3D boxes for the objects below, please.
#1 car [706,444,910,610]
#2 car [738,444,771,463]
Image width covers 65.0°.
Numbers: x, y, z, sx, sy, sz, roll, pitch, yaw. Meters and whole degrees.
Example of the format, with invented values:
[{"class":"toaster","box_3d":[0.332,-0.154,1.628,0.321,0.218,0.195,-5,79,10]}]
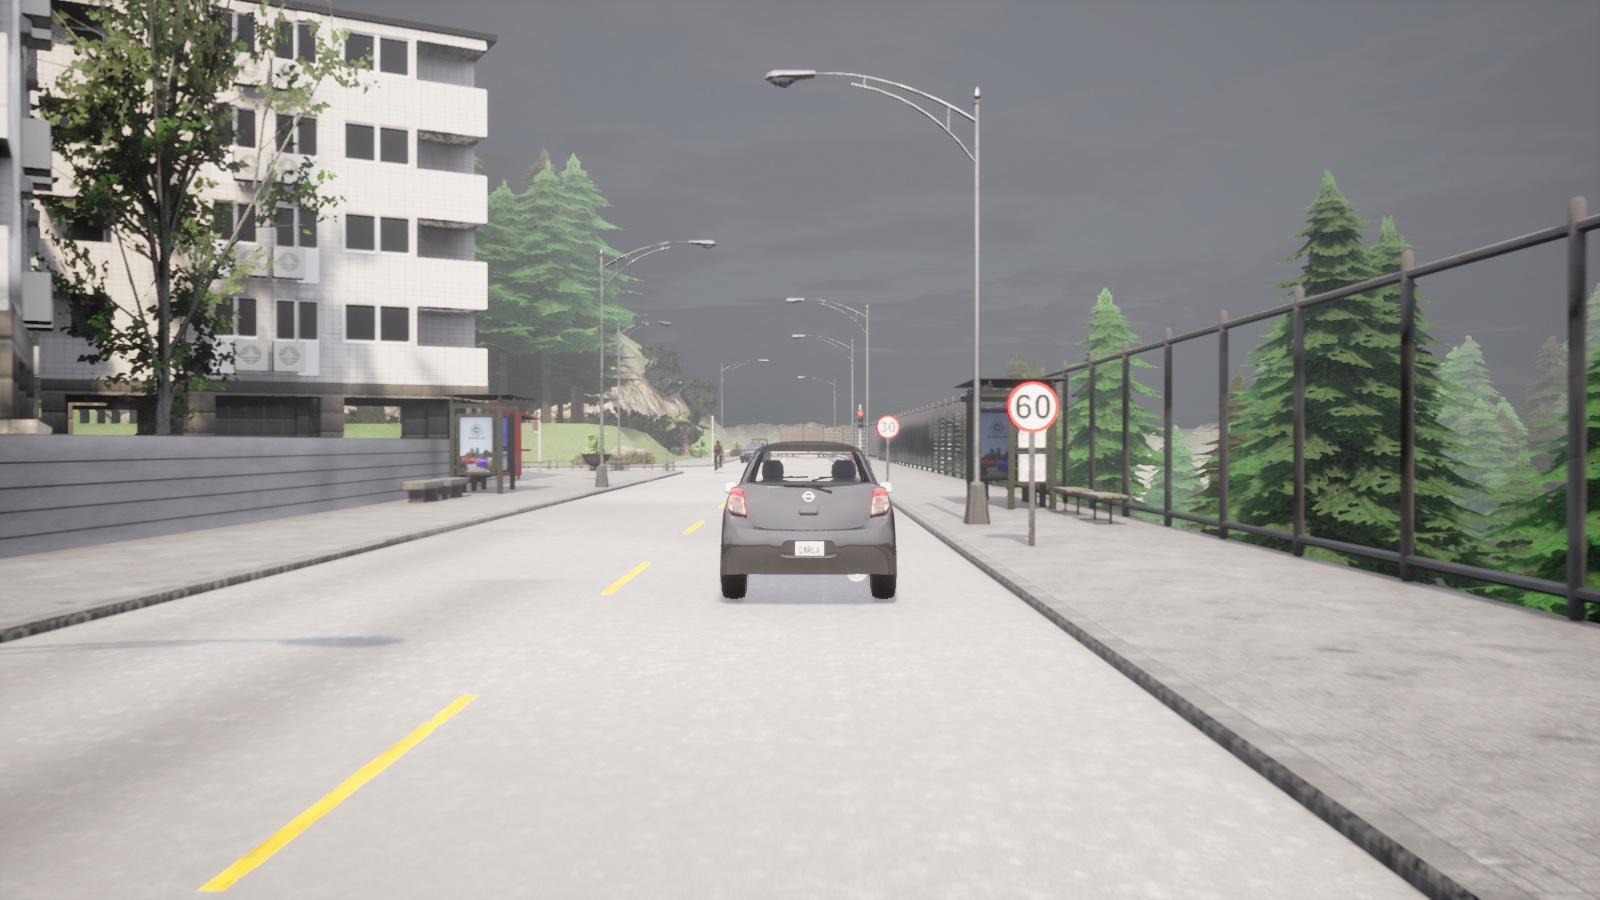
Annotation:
[{"class":"car","box_3d":[0.085,0.686,13.191,1.845,1.501,3.633,0,0,0]},{"class":"car","box_3d":[-3.383,0.259,94.453,2.033,1.411,5.357,0,0,3]}]
